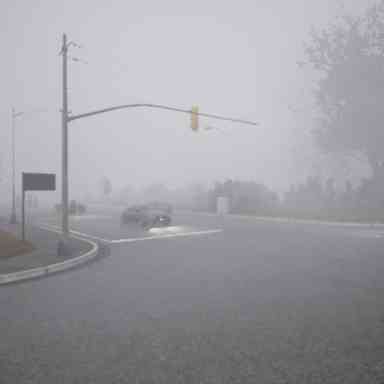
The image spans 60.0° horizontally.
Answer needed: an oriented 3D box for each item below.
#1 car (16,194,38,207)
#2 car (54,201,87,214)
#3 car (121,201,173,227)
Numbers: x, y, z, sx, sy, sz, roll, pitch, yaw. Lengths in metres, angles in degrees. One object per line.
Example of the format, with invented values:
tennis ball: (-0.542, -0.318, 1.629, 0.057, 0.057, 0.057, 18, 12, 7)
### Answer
car: (-24.645, 1.280, 49.511, 2.150, 2.045, 5.566, 0, 0, -39)
car: (-12.538, 1.580, 34.248, 1.895, 1.301, 4.718, 0, 0, -39)
car: (-3.168, 1.543, 22.565, 1.994, 1.385, 4.181, 0, 0, -39)
